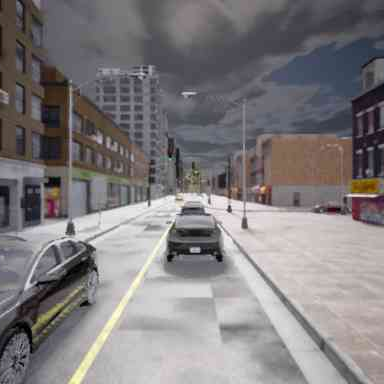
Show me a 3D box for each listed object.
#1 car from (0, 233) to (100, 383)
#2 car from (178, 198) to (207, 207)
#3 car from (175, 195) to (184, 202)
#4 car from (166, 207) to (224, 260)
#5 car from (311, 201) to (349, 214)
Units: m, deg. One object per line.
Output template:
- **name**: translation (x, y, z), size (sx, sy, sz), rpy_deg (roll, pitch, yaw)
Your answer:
- **car**: translation (-2.853, 1.484, 5.165), size (2.128, 1.511, 4.902), rpy_deg (0, 0, 0)
- **car**: translation (0.072, 1.465, 26.188), size (1.837, 1.490, 4.892), rpy_deg (0, 0, 0)
- **car**: translation (-2.796, 1.352, 74.074), size (1.882, 1.535, 5.008), rpy_deg (0, 0, 0)
- **car**: translation (0.086, 1.485, 12.262), size (1.837, 1.490, 4.892), rpy_deg (0, 0, 0)
- **car**: translation (16.350, 1.766, 39.714), size (4.097, 1.590, 1.967), rpy_deg (1, -1, 0)
